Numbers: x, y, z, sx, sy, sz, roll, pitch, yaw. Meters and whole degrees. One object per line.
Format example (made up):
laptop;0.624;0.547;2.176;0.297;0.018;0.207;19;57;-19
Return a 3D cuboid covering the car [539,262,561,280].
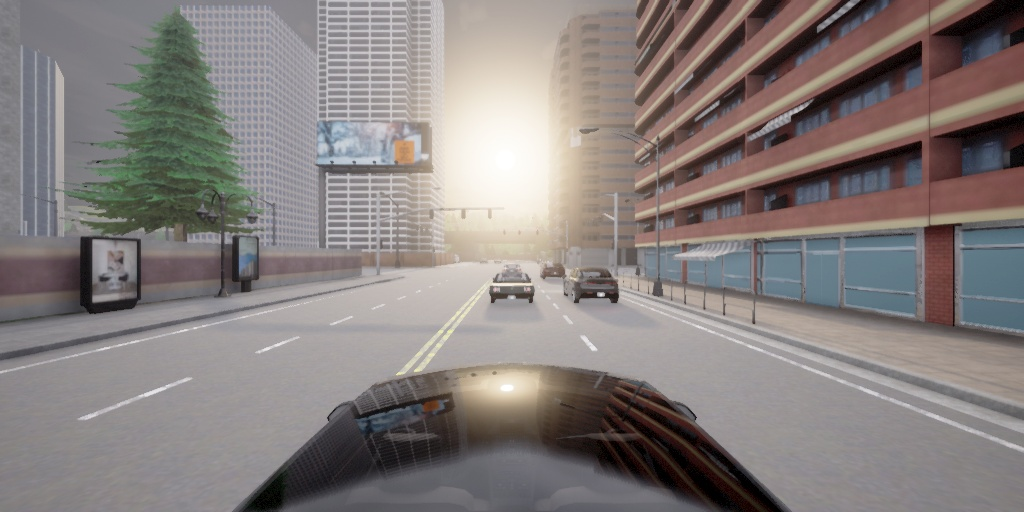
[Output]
car;3.500;1.234;31.500;1.882;1.535;5.008;0;0;0

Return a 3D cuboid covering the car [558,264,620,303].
car;3.500;1.265;16.500;1.837;1.490;4.892;0;0;0

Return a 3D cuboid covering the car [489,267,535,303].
car;0.000;1.365;16.530;1.895;1.301;4.718;0;0;0

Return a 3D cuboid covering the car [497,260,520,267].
car;0.000;1.312;31.500;2.033;1.411;5.357;0;0;0
